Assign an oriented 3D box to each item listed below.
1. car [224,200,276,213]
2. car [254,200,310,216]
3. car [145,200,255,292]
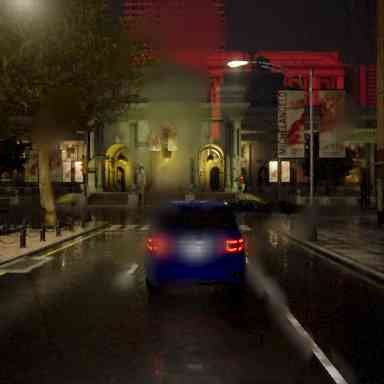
[{"bbox_3d":[6.246,1.547,36.136,5.357,1.411,2.033,0,0,1],"label":"car"},{"bbox_3d":[8.689,1.547,32.615,5.357,1.411,2.033,0,0,1],"label":"car"},{"bbox_3d":[0.100,1.221,9.089,2.150,2.045,5.566,0,0,1],"label":"car"}]
